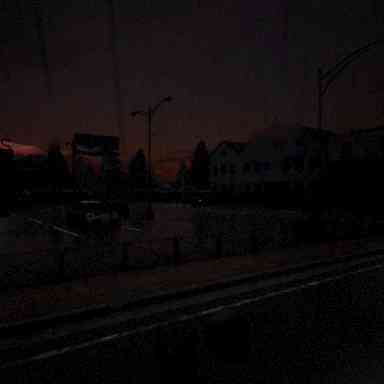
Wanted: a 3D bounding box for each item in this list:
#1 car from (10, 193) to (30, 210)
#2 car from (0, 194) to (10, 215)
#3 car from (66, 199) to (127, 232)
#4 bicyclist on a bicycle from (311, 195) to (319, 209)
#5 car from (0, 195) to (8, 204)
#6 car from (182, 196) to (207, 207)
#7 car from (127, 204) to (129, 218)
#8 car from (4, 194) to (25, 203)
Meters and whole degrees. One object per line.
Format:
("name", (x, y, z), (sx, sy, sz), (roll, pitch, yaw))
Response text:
("car", (-19.870, 1.092, 38.130), (1.905, 1.878, 3.866), (0, 0, -36))
("car", (-17.955, 1.113, 29.821), (1.932, 1.855, 4.605), (0, 0, -36))
("car", (-5.347, 1.247, 17.869), (1.970, 1.475, 3.806), (0, 0, -36))
("bicyclist on a bicycle", (13.626, 1.122, 36.816), (1.656, 1.620, 0.582), (0, 0, -35))
("car", (-39.242, 1.495, 66.078), (4.611, 1.667, 2.242), (0, 0, -36))
("car", (0.407, 1.347, 48.836), (1.812, 1.442, 4.674), (0, 0, -36))
("car", (-6.480, 1.313, 25.732), (2.007, 1.523, 4.514), (0, 0, -36))
("car", (-39.017, 1.327, 73.206), (3.866, 1.878, 1.905), (0, 0, -36))
